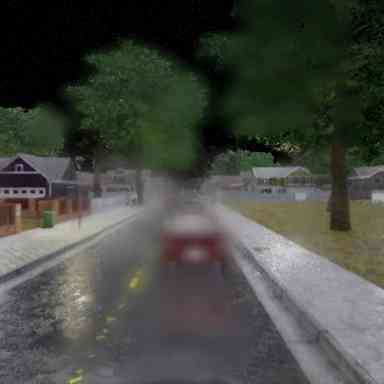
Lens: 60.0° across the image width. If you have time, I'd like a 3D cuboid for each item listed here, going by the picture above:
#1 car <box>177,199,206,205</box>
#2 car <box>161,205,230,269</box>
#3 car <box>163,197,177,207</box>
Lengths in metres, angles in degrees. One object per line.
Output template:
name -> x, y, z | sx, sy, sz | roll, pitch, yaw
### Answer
car -> 0.124, 1.305, 27.885 | 2.128, 1.511, 4.902 | 0, 0, 0
car -> 0.090, 1.404, 10.880 | 1.882, 1.535, 5.008 | 0, 1, 0
car -> -2.769, 1.306, 44.074 | 1.895, 1.301, 4.718 | 0, 0, 0
